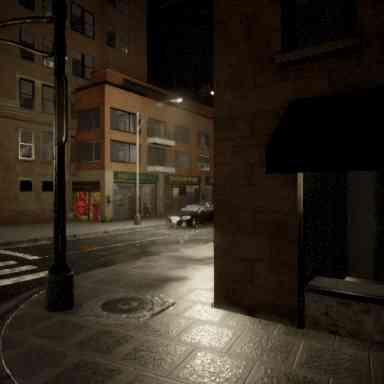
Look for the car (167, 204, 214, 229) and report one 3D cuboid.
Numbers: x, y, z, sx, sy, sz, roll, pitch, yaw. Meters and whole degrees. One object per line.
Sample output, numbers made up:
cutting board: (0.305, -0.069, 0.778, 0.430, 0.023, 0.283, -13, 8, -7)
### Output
car: (0.361, 1.537, 22.059, 2.128, 1.511, 4.902, 0, 0, 35)
